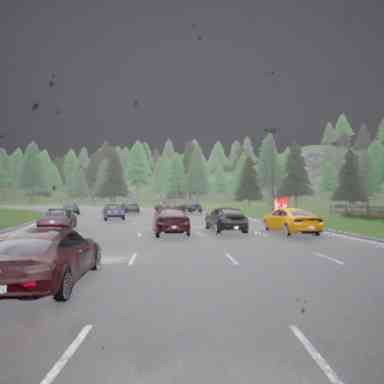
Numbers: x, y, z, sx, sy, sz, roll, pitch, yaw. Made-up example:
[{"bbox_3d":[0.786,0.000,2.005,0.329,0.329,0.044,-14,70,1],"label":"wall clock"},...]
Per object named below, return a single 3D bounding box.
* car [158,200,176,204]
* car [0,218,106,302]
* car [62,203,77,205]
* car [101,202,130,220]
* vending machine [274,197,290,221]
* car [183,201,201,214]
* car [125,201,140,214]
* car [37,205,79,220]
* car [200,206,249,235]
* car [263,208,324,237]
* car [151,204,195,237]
[{"bbox_3d":[-3.127,1.776,39.547,2.097,1.767,4.553,0,-1,-21],"label":"car"},{"bbox_3d":[-3.609,1.616,8.308,1.812,1.442,4.674,0,-1,-3],"label":"car"},{"bbox_3d":[-14.977,2.001,40.706,1.994,1.385,4.181,0,-1,-25],"label":"car"},{"bbox_3d":[-7.630,1.891,31.961,2.033,1.411,5.357,0,-1,-20],"label":"car"},{"bbox_3d":[7.951,1.512,29.491,1.100,2.100,0.880,0,-1,-14],"label":"vending machine"},{"bbox_3d":[-0.313,1.956,42.035,1.837,1.490,4.892,1,-1,-22],"label":"car"},{"bbox_3d":[-8.038,1.946,42.403,2.128,1.511,4.902,1,-1,-24],"label":"car"},{"bbox_3d":[-8.916,1.802,22.145,1.994,1.385,4.181,0,-1,-12],"label":"car"},{"bbox_3d":[2.042,1.728,20.696,1.837,1.490,4.892,1,-1,-10],"label":"car"},{"bbox_3d":[5.756,1.688,19.572,1.882,1.535,5.008,0,-1,-9],"label":"car"},{"bbox_3d":[-1.314,1.689,19.602,1.882,1.535,5.008,0,-1,-9],"label":"car"}]
